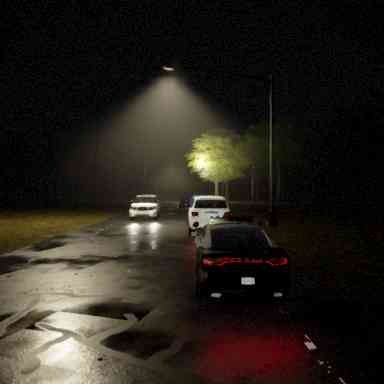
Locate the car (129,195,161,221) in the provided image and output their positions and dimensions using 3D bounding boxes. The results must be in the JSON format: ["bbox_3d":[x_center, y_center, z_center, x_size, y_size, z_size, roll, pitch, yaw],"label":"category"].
[{"bbox_3d":[-3.847,1.258,27.969,2.150,2.045,5.566,0,0,-2],"label":"car"}]

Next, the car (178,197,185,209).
[{"bbox_3d":[-0.794,1.642,46.152,1.994,1.385,4.181,0,0,-1],"label":"car"}]

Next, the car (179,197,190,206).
[{"bbox_3d":[-1.336,1.623,59.853,1.837,1.490,4.892,-1,0,-3],"label":"car"}]

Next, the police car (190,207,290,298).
[{"bbox_3d":[1.007,1.428,8.679,1.930,1.638,5.238,0,0,0],"label":"police car"}]

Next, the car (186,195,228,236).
[{"bbox_3d":[0.898,1.244,18.625,2.150,2.045,5.566,0,0,-1],"label":"car"}]
